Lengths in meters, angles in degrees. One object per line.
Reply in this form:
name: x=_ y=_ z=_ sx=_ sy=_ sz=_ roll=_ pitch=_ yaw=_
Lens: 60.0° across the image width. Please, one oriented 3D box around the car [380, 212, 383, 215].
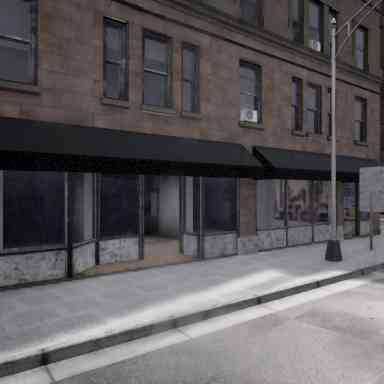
car: x=15.884 y=1.146 z=28.139 sx=2.097 sy=1.767 sz=4.553 roll=0 pitch=1 yaw=-36
